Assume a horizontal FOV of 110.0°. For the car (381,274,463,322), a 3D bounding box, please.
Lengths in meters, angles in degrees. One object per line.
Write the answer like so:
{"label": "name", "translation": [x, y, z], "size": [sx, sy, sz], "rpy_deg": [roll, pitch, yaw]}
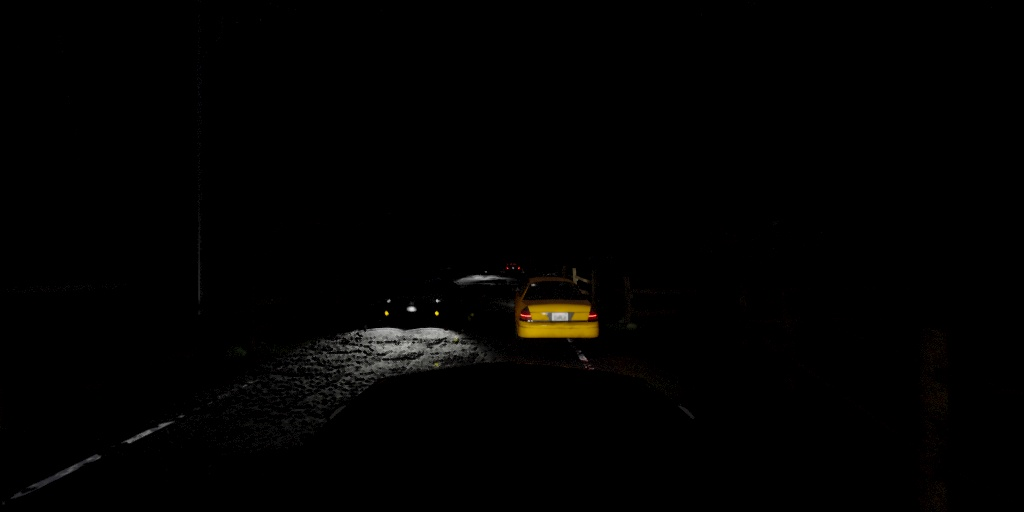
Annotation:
{"label": "car", "translation": [-2.840, 1.311, 12.125], "size": [1.994, 1.385, 4.181], "rpy_deg": [0, 0, 0]}

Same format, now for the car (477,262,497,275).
{"label": "car", "translation": [-2.707, 1.356, 39.451], "size": [1.895, 1.301, 4.718], "rpy_deg": [0, 0, 0]}

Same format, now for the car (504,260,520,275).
{"label": "car", "translation": [0.125, 1.303, 39.701], "size": [2.033, 1.411, 5.357], "rpy_deg": [0, 0, 0]}

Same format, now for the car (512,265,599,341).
{"label": "car", "translation": [0.972, 1.204, 9.814], "size": [1.801, 1.575, 5.366], "rpy_deg": [0, 0, 0]}
